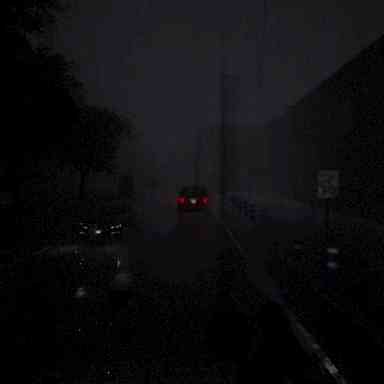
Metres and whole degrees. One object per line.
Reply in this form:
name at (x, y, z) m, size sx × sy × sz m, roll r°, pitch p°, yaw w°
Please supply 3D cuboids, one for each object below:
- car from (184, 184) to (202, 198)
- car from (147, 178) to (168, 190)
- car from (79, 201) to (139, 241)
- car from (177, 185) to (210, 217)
car at (0.089, -0.188, 41.120) m, size 2.128 × 1.511 × 4.902 m, roll 0°, pitch 3°, yaw 0°
car at (-6.079, -1.385, 58.364) m, size 2.150 × 2.045 × 5.566 m, roll 0°, pitch 3°, yaw -27°
car at (-3.598, 1.201, 15.136) m, size 1.837 × 1.490 × 4.892 m, roll 0°, pitch 2°, yaw 0°
car at (0.103, 0.550, 23.452) m, size 2.150 × 2.045 × 5.566 m, roll 0°, pitch 3°, yaw 0°
